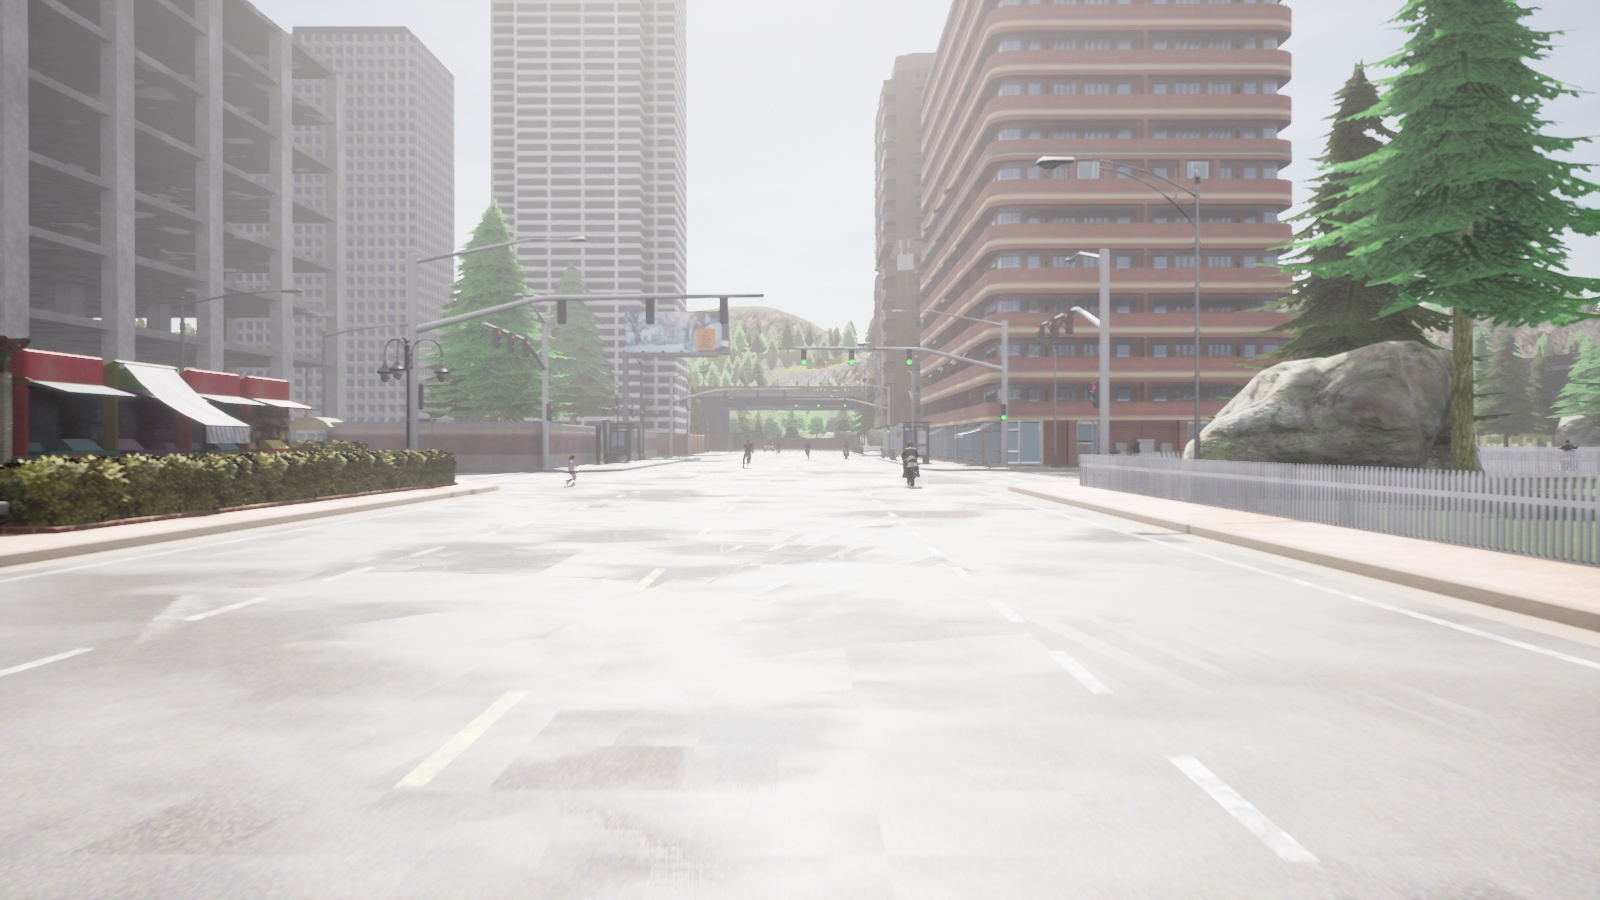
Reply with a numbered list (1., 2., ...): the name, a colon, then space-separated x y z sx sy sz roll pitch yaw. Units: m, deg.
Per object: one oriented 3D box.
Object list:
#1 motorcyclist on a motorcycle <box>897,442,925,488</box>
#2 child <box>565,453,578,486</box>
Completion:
1. motorcyclist on a motorcycle: 3.763 0.488 42.788 0.797 1.523 2.044 0 1 0
2. child: -7.722 0.650 42.435 0.394 1.110 0.255 0 0 7
